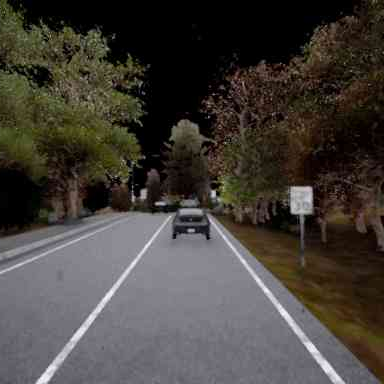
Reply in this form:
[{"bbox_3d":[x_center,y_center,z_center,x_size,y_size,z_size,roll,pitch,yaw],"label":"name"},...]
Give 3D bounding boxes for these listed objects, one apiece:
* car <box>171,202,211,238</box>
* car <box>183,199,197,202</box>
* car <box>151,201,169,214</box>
[{"bbox_3d":[-0.058,1.511,17.573,1.837,1.490,4.892,0,0,-1],"label":"car"},{"bbox_3d":[-0.233,1.574,36.382,2.097,1.767,4.553,0,-2,0],"label":"car"},{"bbox_3d":[-3.897,1.909,41.349,1.882,1.535,5.008,0,-3,0],"label":"car"}]
